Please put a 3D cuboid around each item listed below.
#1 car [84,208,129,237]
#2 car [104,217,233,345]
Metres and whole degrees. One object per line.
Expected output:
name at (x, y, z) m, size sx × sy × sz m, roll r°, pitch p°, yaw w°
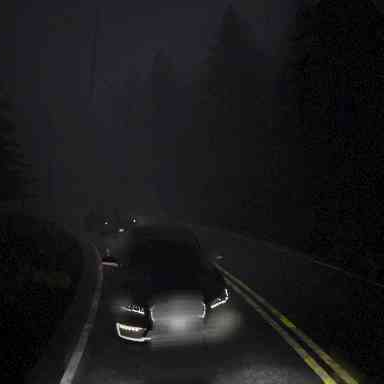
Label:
car at (-4.614, 1.608, 18.505) m, size 1.895 × 1.301 × 4.718 m, roll -3°, pitch 1°, yaw -29°
car at (-0.639, 1.494, 6.766) m, size 1.837 × 1.490 × 4.892 m, roll -1°, pitch 0°, yaw -11°
